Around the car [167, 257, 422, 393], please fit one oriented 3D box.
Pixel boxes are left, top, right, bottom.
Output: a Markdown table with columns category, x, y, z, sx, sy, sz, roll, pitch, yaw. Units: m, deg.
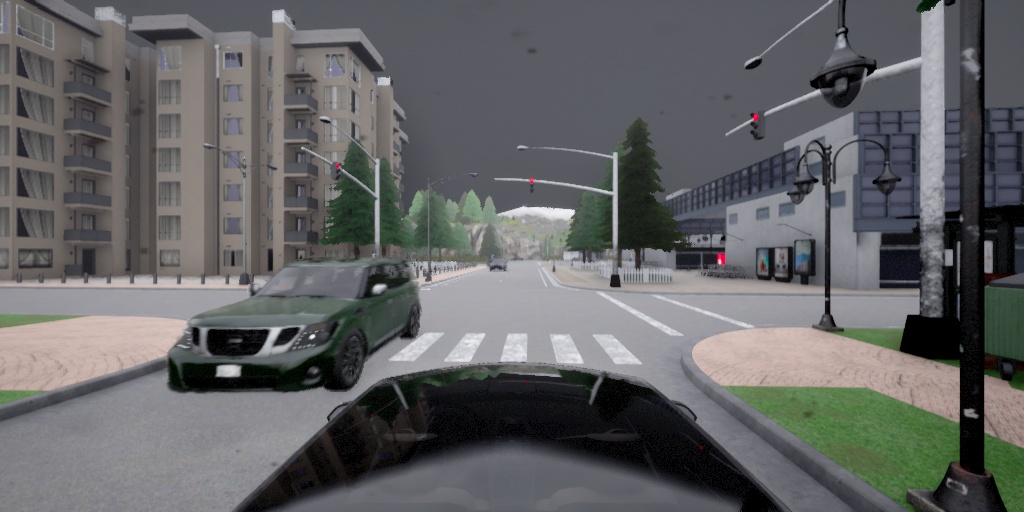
| category | x | y | z | sx | sy | sz | roll | pitch | yaw |
| --- | --- | --- | --- | --- | --- | --- | --- | --- | --- |
| car | -3.419 | 1.050 | 7.126 | 2.150 | 2.045 | 5.566 | 0 | 0 | 1 |

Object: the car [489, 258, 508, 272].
| category | x | y | z | sx | sy | sz | roll | pitch | yaw |
| --- | --- | --- | --- | --- | --- | --- | --- | --- | --- |
| car | -1.709 | 1.041 | 45.747 | 2.097 | 1.767 | 4.553 | 0 | 0 | 3 |
